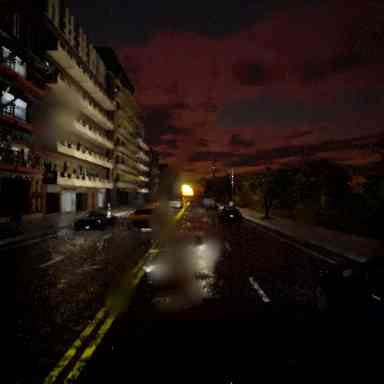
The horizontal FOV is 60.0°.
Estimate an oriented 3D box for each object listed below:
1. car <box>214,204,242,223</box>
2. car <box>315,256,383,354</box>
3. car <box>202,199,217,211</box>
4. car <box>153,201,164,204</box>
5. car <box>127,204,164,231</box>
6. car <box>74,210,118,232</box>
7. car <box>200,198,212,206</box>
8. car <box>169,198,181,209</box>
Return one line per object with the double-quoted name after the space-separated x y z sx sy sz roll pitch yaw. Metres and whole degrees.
3.349 2.032 30.137 1.994 1.385 4.181 0 -1 0 "car"
3.349 1.600 4.733 1.812 1.442 4.674 0 -1 0 "car"
3.250 2.356 54.597 2.163 1.488 4.792 0 -1 0 "car"
-6.514 2.490 64.536 1.882 1.535 5.008 0 -1 0 "car"
-3.348 1.850 23.949 1.882 1.535 5.008 0 -1 0 "car"
-6.599 1.962 23.224 1.895 1.301 4.718 0 -1 0 "car"
3.250 2.249 65.600 2.150 2.045 5.566 0 -1 0 "car"
-3.266 2.239 64.515 2.150 2.045 5.566 0 -1 0 "car"
